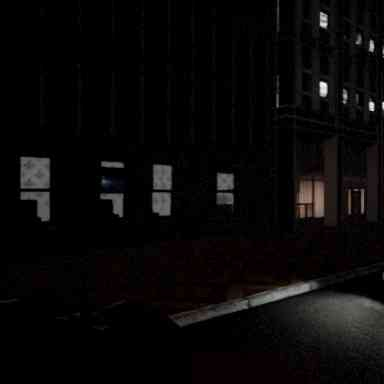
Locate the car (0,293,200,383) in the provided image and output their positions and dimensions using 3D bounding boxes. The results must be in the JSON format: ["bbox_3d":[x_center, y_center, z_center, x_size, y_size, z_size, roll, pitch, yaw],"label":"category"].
[{"bbox_3d":[-2.268,1.474,1.765,5.008,1.535,1.882,0,0,-35],"label":"car"}]
